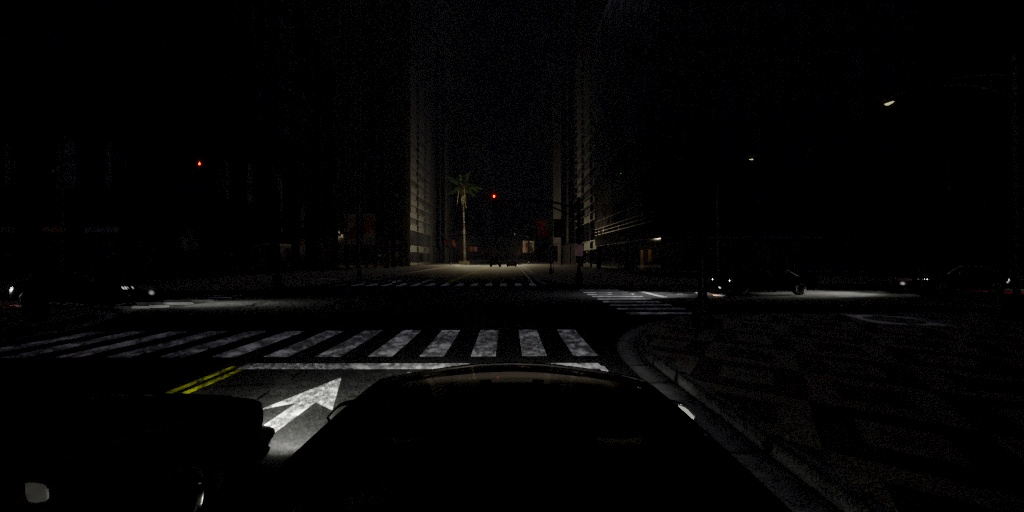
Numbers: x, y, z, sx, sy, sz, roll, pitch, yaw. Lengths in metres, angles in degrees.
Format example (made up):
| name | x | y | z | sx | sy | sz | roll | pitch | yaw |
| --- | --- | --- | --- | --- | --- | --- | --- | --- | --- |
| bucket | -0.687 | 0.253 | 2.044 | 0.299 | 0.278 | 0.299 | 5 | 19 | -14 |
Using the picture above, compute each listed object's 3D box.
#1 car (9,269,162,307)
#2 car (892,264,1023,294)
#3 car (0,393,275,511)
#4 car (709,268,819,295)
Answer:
| name | x | y | z | sx | sy | sz | roll | pitch | yaw |
| --- | --- | --- | --- | --- | --- | --- | --- | --- | --- |
| car | -17.747 | 1.306 | 15.104 | 4.902 | 1.511 | 2.128 | 0 | 0 | -2 |
| car | 23.002 | 1.173 | 18.900 | 4.902 | 1.511 | 2.128 | 0 | 0 | -1 |
| car | -3.176 | 1.297 | 0.710 | 2.033 | 1.411 | 5.357 | 0 | 0 | 4 |
| car | 12.996 | 1.316 | 18.734 | 4.718 | 1.301 | 1.895 | 0 | 0 | -2 |
